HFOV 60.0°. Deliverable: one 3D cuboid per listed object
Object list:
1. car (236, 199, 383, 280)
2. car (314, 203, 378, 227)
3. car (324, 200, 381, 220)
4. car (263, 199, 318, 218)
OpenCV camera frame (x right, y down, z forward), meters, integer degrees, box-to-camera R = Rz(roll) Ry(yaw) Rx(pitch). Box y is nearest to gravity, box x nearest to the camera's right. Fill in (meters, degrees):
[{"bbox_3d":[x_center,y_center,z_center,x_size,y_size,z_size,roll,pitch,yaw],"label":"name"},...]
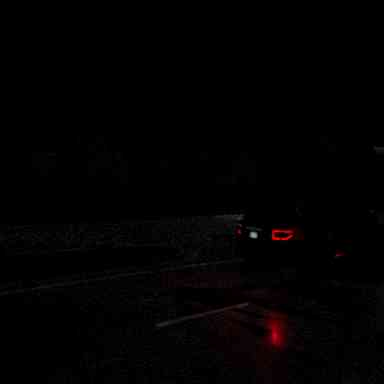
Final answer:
[{"bbox_3d":[3.930,1.219,10.095,5.566,2.045,2.150,0,0,-30],"label":"car"},{"bbox_3d":[10.863,1.561,23.412,4.181,1.385,1.994,0,0,-29],"label":"car"},{"bbox_3d":[14.093,1.500,29.166,4.902,1.511,2.128,0,0,-29],"label":"car"},{"bbox_3d":[9.043,1.471,30.392,5.008,1.535,1.882,0,0,-29],"label":"car"}]
